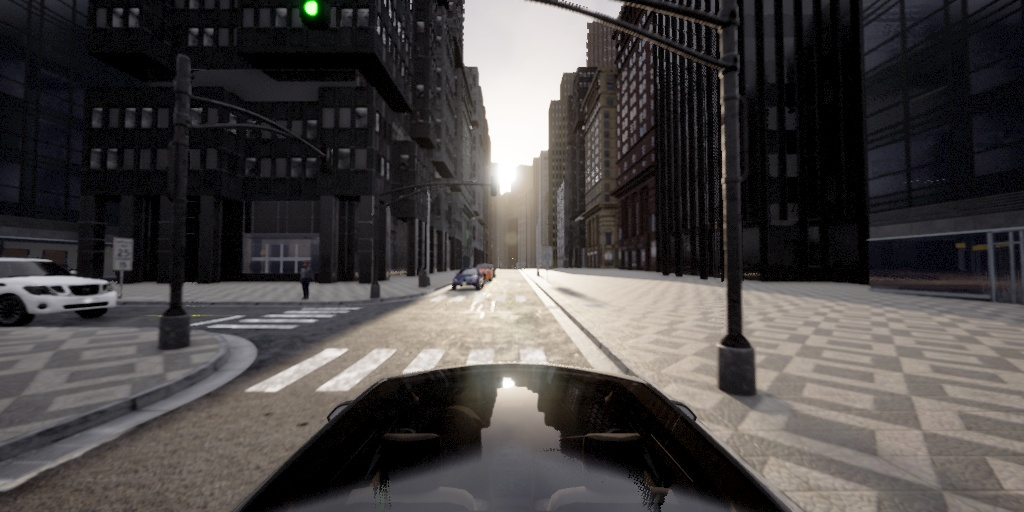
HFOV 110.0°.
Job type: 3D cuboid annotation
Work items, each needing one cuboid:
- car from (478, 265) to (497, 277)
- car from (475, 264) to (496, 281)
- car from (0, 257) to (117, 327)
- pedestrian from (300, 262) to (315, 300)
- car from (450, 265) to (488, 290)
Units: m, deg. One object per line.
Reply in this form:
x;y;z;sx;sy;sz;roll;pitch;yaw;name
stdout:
-3.059;1.872;46.019;2.128;1.511;4.902;0;-1;0;car
-3.077;1.573;36.073;2.097;1.767;4.553;0;-1;0;car
-15.897;1.026;11.220;5.566;2.045;2.150;0;-2;2;car
-9.997;1.172;17.419;0.375;1.860;0.375;0;-2;0;pedestrian
-3.086;1.597;26.067;1.812;1.442;4.674;0;-1;2;car
